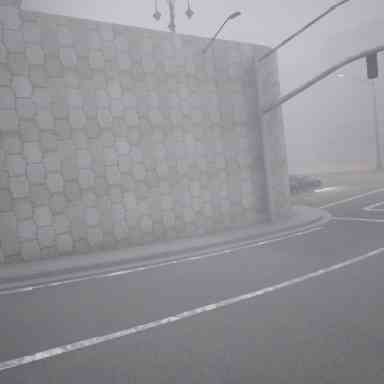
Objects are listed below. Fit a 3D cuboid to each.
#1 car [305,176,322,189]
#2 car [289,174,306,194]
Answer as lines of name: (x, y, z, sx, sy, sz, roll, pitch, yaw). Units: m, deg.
car: (9.642, -0.906, 30.413, 1.994, 1.385, 4.181, -10, 6, -34)
car: (6.821, -0.602, 28.351, 2.097, 1.767, 4.553, -10, 6, -35)
